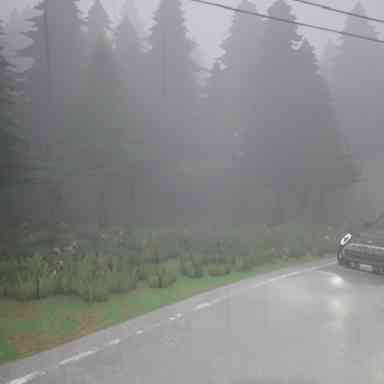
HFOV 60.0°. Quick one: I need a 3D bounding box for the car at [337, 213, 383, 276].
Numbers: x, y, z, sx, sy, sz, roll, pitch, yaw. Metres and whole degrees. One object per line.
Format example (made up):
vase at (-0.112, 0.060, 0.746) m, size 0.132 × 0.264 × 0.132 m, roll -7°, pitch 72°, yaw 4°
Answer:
car at (6.308, 1.316, 9.613) m, size 4.553 × 1.767 × 2.097 m, roll 0°, pitch 0°, yaw -32°
